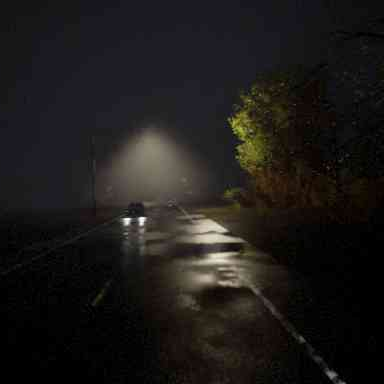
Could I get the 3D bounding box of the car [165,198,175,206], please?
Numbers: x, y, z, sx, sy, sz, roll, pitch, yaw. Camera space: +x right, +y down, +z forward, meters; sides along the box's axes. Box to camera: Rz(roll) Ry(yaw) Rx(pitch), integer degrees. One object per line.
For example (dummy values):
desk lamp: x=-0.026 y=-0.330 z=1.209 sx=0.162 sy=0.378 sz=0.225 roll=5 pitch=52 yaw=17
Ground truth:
car: x=-4.293 y=1.880 z=63.912 sx=1.812 sy=1.442 sz=4.674 roll=-2 pitch=0 yaw=-4

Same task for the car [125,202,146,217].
car: x=-5.910 y=1.825 z=35.272 sx=1.837 sy=1.490 sz=4.892 roll=-2 pitch=0 yaw=-4

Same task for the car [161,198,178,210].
car: x=-3.070 y=1.821 z=47.253 sx=1.994 sy=1.385 sz=4.181 roll=-2 pitch=0 yaw=-4
